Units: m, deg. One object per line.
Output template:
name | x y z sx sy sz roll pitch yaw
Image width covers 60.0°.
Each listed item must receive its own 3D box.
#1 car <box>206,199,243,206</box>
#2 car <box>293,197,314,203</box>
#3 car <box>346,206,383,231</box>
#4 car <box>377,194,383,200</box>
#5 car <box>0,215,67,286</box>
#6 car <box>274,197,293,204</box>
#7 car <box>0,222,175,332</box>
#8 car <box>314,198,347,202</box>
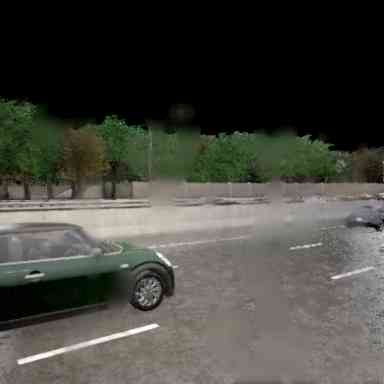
car | 4.011 1.559 41.147 4.718 1.301 1.895 0 0 -35
car | 14.688 1.472 40.088 4.674 1.442 1.812 0 0 -35
car | 11.277 1.532 20.334 4.181 1.385 1.994 0 0 -35
car | 38.006 1.068 64.798 4.892 1.490 1.837 -1 1 -35
car | -5.904 1.478 8.131 5.008 1.535 1.882 0 0 -36
car | 12.664 1.423 42.943 5.008 1.535 1.882 0 0 -35
car | -2.545 1.350 6.226 4.553 1.767 2.097 0 0 -36
car | 15.987 1.548 36.732 4.718 1.301 1.895 0 0 -35
